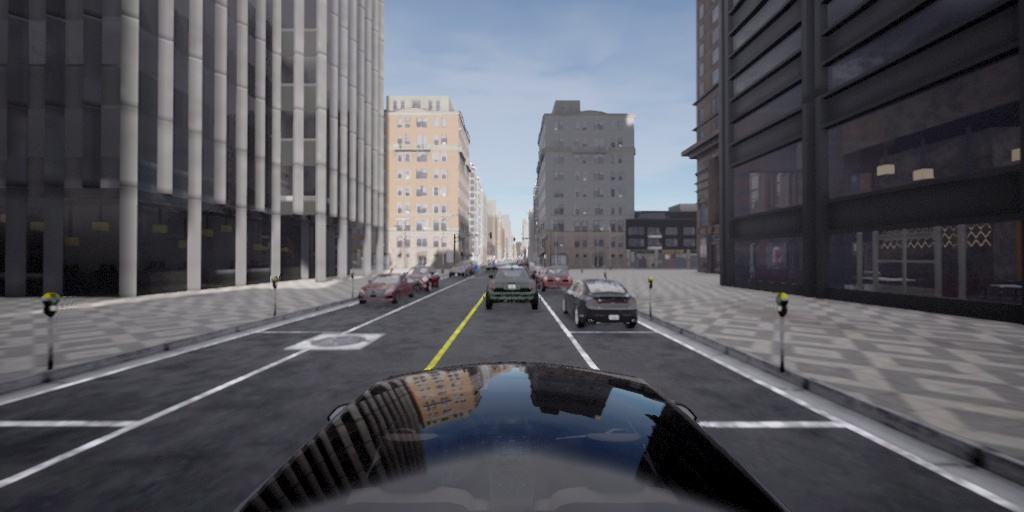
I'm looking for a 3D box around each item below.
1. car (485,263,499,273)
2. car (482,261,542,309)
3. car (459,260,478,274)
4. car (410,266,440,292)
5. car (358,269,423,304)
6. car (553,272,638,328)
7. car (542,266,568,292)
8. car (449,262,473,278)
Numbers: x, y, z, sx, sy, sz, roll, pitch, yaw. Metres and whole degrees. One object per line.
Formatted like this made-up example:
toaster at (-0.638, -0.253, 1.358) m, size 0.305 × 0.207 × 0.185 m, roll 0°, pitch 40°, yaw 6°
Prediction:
car at (-3.000, 1.800, 54.476) m, size 1.895 × 1.301 × 4.718 m, roll 0°, pitch 0°, yaw 0°
car at (0.002, 1.229, 15.920) m, size 2.097 × 1.767 × 4.553 m, roll 0°, pitch -1°, yaw 0°
car at (-5.856, 1.444, 45.429) m, size 2.192 × 1.841 × 5.009 m, roll 0°, pitch 0°, yaw 0°
car at (-5.857, 1.379, 22.871) m, size 1.967 × 1.591 × 4.097 m, roll 0°, pitch 0°, yaw 0°
car at (-5.857, 1.473, 17.230) m, size 1.802 × 1.307 × 4.207 m, roll 0°, pitch 0°, yaw 0°
car at (2.668, 1.392, 11.567) m, size 2.007 × 1.370 × 4.403 m, roll 0°, pitch 0°, yaw 0°
car at (2.669, 1.379, 22.845) m, size 1.967 × 1.591 × 4.097 m, roll 0°, pitch 0°, yaw 0°
car at (-5.857, 1.648, 39.789) m, size 1.948 × 1.339 × 4.313 m, roll 0°, pitch 0°, yaw 0°
